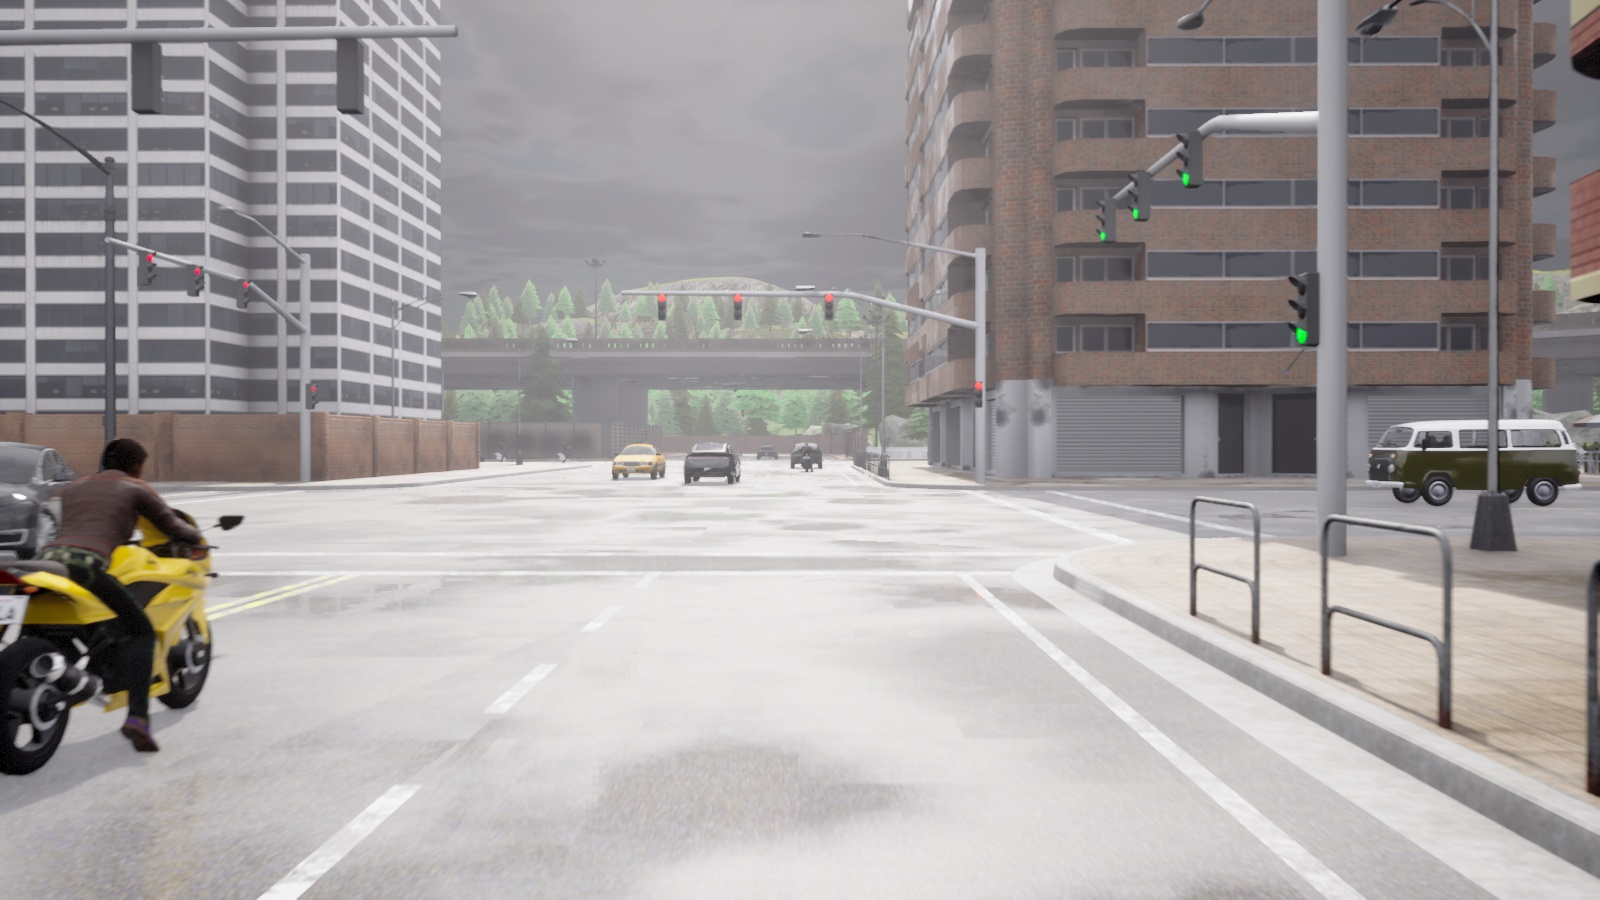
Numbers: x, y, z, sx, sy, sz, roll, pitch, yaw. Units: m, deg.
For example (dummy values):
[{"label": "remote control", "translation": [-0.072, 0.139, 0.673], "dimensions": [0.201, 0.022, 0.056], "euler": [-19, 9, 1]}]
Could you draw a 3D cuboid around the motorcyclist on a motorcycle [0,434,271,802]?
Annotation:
[{"label": "motorcyclist on a motorcycle", "translation": [-3.454, 0.691, 6.226], "dimensions": [0.797, 1.523, 2.044], "euler": [0, 0, 0]}]

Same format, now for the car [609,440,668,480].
[{"label": "car", "translation": [-6.725, 0.383, 52.795], "dimensions": [1.801, 1.575, 5.366], "euler": [0, 0, 0]}]

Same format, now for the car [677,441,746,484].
[{"label": "car", "translation": [-3.250, 0.435, 47.080], "dimensions": [2.128, 1.511, 4.902], "euler": [0, 0, 1]}]

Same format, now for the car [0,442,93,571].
[{"label": "car", "translation": [-10.846, 0.649, 16.663], "dimensions": [1.837, 1.490, 4.892], "euler": [1, 0, -21]}]

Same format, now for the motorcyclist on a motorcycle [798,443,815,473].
[{"label": "motorcyclist on a motorcycle", "translation": [0.353, 0.415, 65.151], "dimensions": [0.866, 1.530, 2.191], "euler": [0, 0, 0]}]

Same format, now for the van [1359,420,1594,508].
[{"label": "van", "translation": [16.033, 0.314, 29.946], "dimensions": [4.480, 2.038, 2.069], "euler": [0, 0, 1]}]

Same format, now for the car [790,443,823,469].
[{"label": "car", "translation": [0.382, 0.334, 74.120], "dimensions": [1.837, 1.490, 4.892], "euler": [0, 0, 0]}]
